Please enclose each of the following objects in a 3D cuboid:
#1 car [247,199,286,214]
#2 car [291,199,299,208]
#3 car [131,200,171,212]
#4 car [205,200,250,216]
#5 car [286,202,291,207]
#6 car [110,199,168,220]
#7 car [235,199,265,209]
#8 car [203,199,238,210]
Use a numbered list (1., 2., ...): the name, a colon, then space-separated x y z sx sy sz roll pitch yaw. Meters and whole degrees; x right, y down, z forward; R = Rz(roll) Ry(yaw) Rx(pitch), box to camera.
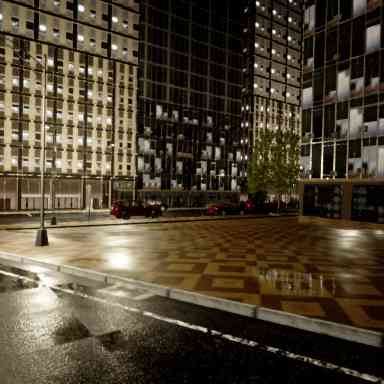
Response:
1. car: 8.730 1.780 41.187 5.009 1.841 2.192 1 1 -34
2. car: 18.281 1.962 57.317 4.313 1.339 1.947 1 1 -34
3. car: -5.079 1.716 41.265 4.403 1.369 2.008 1 1 -34
4. car: 4.053 1.964 37.981 4.507 1.381 1.887 1 1 -34
5. car: 13.609 1.932 54.107 4.206 1.307 1.802 1 1 -34
6. car: -5.286 1.642 31.556 5.009 1.841 2.192 1 1 -34
7. car: 8.937 1.869 50.896 4.313 1.339 1.947 1 1 -34
8. car: 4.125 1.781 47.588 4.829 1.417 1.752 1 1 -34
